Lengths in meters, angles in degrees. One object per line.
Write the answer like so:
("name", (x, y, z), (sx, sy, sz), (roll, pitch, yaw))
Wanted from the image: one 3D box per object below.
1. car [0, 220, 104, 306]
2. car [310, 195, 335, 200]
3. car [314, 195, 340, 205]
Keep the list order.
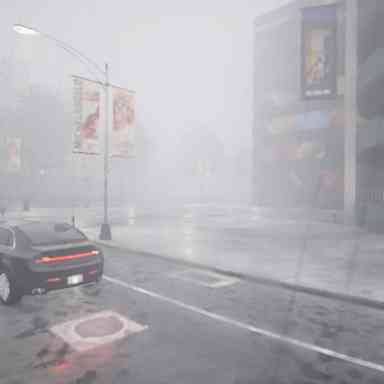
("car", (-4.002, 1.432, 8.015), (4.892, 1.490, 1.837), (0, 0, 43))
("car", (16.431, 1.211, 42.332), (2.002, 1.452, 4.674), (1, 0, 44))
("car", (21.937, 1.281, 53.969), (2.161, 1.482, 4.786), (1, 0, 44))
